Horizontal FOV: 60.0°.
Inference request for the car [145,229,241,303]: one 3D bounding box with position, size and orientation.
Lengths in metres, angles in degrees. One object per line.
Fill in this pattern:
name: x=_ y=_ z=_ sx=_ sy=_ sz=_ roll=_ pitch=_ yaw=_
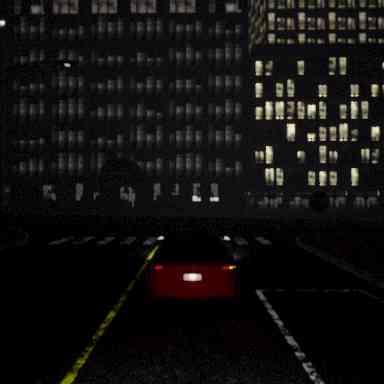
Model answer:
car: x=0.042 y=1.600 z=8.346 sx=1.994 sy=1.385 sz=4.181 roll=0 pitch=0 yaw=1
